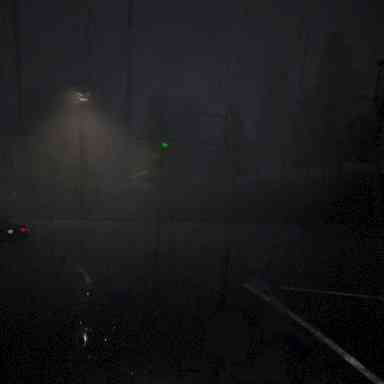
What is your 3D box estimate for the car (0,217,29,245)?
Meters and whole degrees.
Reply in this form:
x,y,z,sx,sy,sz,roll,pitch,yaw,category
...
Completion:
x,y,z,sx,sy,sz,roll,pitch,yaw,category
-10.018,1.819,15.681,5.357,1.411,2.033,-1,0,31,car
